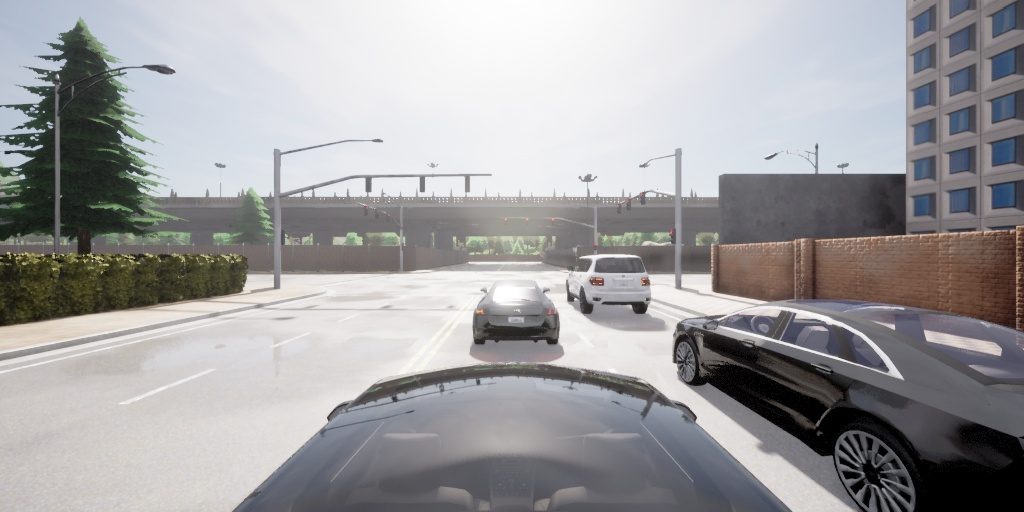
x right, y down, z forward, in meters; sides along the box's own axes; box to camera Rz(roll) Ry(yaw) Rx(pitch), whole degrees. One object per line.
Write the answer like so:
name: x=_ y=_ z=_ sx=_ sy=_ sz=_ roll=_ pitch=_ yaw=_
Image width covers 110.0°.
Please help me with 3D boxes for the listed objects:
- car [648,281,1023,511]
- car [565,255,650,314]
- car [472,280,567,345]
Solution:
car: x=3.593 y=1.242 z=4.090 sx=2.128 sy=1.511 sz=4.902 roll=0 pitch=0 yaw=0
car: x=3.481 y=0.971 z=13.895 sx=2.150 sy=2.045 sz=5.566 roll=0 pitch=0 yaw=0
car: x=0.087 y=1.314 z=9.547 sx=1.994 sy=1.385 sz=4.181 roll=0 pitch=0 yaw=0
